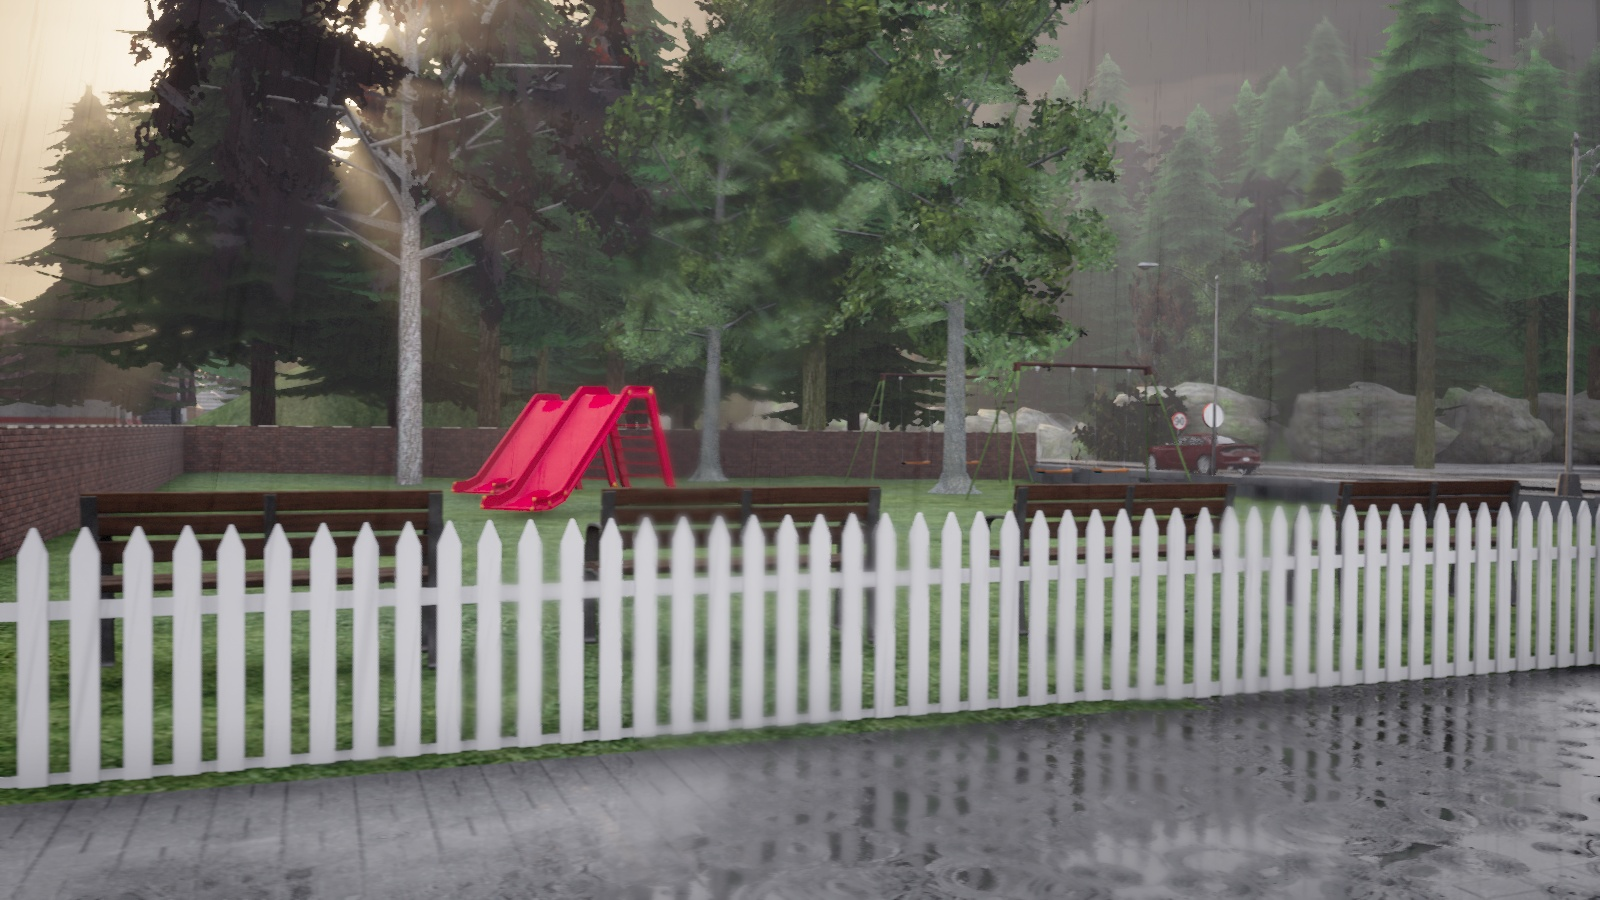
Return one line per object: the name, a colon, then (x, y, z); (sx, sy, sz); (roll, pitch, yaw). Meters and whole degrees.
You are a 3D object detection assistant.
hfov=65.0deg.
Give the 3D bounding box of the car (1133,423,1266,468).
car: (14.423, -0.192, 45.644); (1.882, 1.535, 5.008); (-1, 1, -21)
